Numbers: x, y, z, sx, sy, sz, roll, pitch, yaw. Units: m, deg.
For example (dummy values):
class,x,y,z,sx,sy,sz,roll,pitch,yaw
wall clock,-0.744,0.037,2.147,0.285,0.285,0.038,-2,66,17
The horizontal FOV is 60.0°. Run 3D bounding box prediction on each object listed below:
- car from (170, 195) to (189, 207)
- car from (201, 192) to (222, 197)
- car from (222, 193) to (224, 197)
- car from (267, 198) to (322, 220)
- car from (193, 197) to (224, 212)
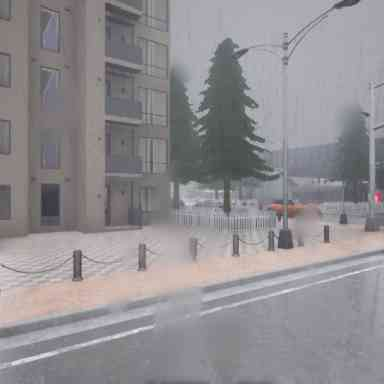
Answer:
class,x,y,z,sx,sy,sz,roll,pitch,yaw
car,-3.246,1.559,50.381,2.033,1.411,5.357,0,0,-37
car,5.411,1.105,92.661,1.932,1.855,4.605,0,0,-37
car,7.498,1.085,94.724,1.905,1.878,3.866,0,0,-37
car,8.727,1.364,28.464,2.097,1.767,4.553,0,0,-37
car,2.126,1.576,37.193,1.994,1.385,4.181,0,0,-37
